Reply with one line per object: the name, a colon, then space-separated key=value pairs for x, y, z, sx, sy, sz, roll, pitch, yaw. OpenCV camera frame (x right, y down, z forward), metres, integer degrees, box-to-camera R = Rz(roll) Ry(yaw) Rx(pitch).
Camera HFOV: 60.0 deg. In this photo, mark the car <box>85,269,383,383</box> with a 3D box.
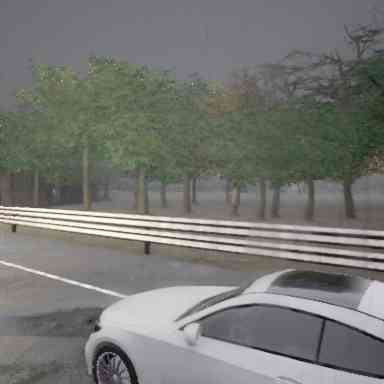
car: x=0.975 y=1.526 z=3.205 sx=4.674 sy=1.442 sz=1.812 roll=0 pitch=0 yaw=36
